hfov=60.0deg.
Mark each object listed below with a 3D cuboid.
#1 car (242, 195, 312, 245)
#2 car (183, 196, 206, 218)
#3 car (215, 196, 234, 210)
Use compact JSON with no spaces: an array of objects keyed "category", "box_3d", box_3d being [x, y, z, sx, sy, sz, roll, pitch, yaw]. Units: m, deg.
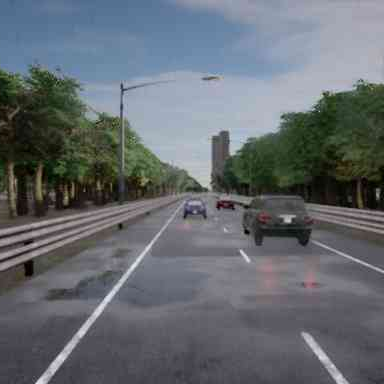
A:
[{"category":"car","box_3d":[3.642,1.139,15.126,2.150,2.045,5.566,0,0,2]},{"category":"car","box_3d":[0.253,1.351,28.124,1.812,1.442,4.674,0,0,0]},{"category":"car","box_3d":[3.817,1.253,39.599,1.882,1.535,5.008,0,1,0]}]
